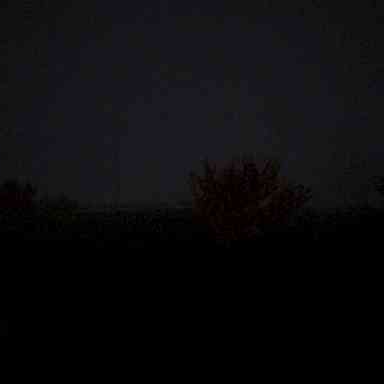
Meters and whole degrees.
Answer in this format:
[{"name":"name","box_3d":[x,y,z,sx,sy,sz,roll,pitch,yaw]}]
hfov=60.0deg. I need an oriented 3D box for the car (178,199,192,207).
[{"name":"car","box_3d":[-0.485,1.937,60.575,2.128,1.511,4.902,-1,-1,36]}]
